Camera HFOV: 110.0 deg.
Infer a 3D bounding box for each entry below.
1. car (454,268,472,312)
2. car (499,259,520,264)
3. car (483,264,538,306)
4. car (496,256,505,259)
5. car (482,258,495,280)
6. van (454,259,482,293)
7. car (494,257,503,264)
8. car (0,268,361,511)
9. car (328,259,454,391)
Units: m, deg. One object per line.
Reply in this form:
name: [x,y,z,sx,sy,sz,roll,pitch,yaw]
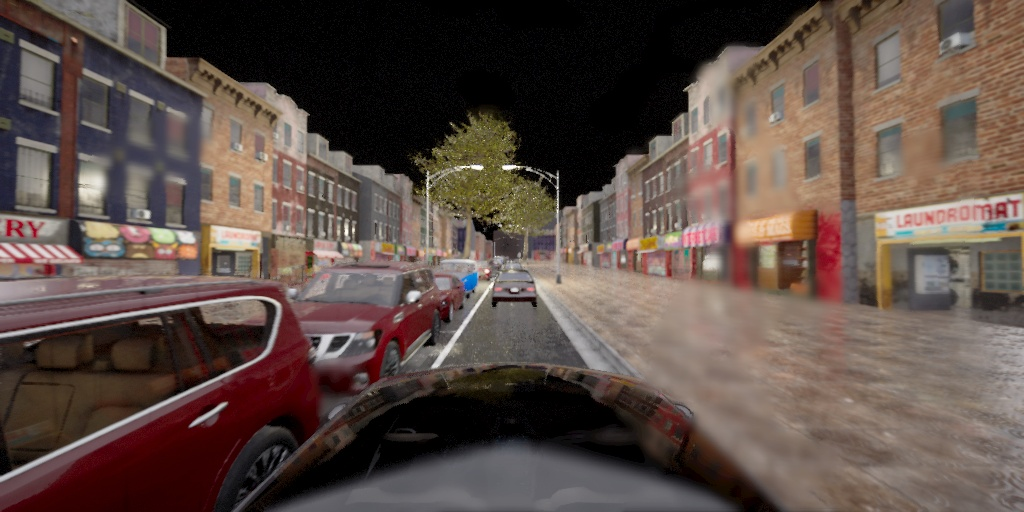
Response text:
car: [-2.637,1.269,12.169,1.888,1.381,4.507,0,0,0]
car: [0.100,1.223,32.920,2.033,1.411,5.357,0,0,0]
car: [0.093,1.264,15.432,2.033,1.411,5.357,0,0,0]
car: [-2.641,1.152,61.814,1.751,1.417,4.829,0,0,0]
car: [-2.638,1.124,28.775,1.967,1.591,4.097,0,0,0]
van: [-2.638,1.051,17.704,1.690,1.789,3.998,0,0,0]
car: [-2.640,1.223,50.914,1.802,1.307,4.207,0,0,0]
car: [-2.637,1.066,1.098,2.192,1.841,5.009,0,0,0]
car: [-2.637,1.052,6.633,2.192,1.841,5.009,0,0,0]
